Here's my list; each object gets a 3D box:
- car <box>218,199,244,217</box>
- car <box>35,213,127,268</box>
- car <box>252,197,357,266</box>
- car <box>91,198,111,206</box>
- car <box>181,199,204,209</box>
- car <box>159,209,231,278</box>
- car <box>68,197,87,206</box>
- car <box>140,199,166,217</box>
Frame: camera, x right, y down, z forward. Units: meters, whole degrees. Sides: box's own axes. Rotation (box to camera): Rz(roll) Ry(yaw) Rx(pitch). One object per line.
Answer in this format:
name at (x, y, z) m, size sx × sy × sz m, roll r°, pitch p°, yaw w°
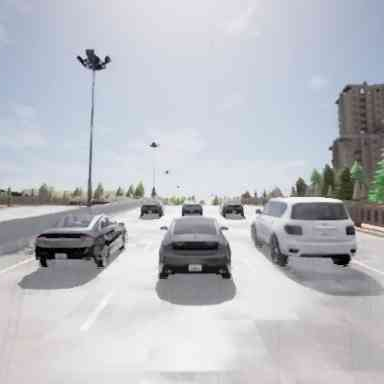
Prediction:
car at (3.521, 1.404, 30.038) m, size 1.837 × 1.490 × 4.892 m, roll 0°, pitch 0°, yaw 0°
car at (-3.431, 1.453, 11.110) m, size 2.128 × 1.511 × 4.902 m, roll 0°, pitch 0°, yaw 0°
car at (3.568, 1.192, 11.614) m, size 2.150 × 2.045 × 5.566 m, roll 0°, pitch 0°, yaw 0°
car at (-14.133, 1.570, 51.706) m, size 1.895 × 1.301 × 4.718 m, roll 0°, pitch -2°, yaw 0°
car at (0.021, 1.385, 30.135) m, size 2.128 × 1.511 × 4.902 m, roll 0°, pitch 0°, yaw 0°
car at (0.071, 1.476, 10.027) m, size 1.837 × 1.490 × 4.892 m, roll 0°, pitch 0°, yaw 0°
car at (-17.633, 1.465, 51.730) m, size 1.882 × 1.535 × 5.008 m, roll 0°, pitch -2°, yaw 0°
car at (-3.478, 1.394, 29.987) m, size 1.837 × 1.490 × 4.892 m, roll 0°, pitch 0°, yaw 0°
